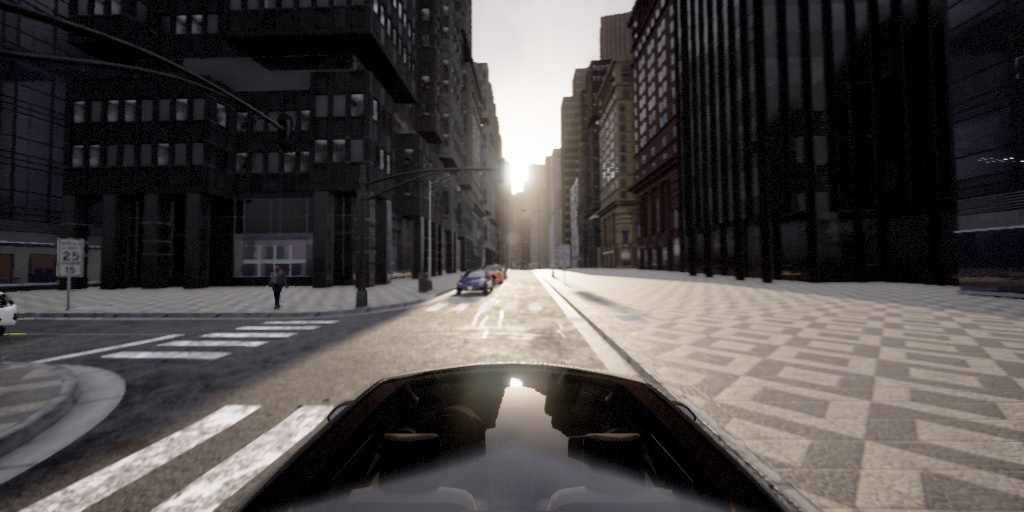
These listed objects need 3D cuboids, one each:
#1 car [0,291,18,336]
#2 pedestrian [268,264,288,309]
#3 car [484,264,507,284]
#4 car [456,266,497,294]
[{"bbox_3d":[-15.603,1.141,8.629,5.566,2.045,2.150,0,-2,4],"label":"car"},{"bbox_3d":[-9.488,1.233,14.576,0.375,1.860,0.375,-1,-2,2],"label":"pedestrian"},{"bbox_3d":[-1.910,1.582,33.014,2.097,1.767,4.553,-1,-1,2],"label":"car"},{"bbox_3d":[-2.272,1.600,23.014,1.812,1.442,4.674,-1,-1,4],"label":"car"}]
